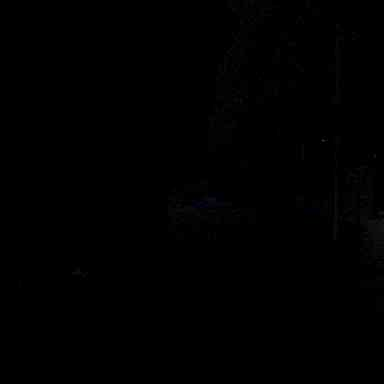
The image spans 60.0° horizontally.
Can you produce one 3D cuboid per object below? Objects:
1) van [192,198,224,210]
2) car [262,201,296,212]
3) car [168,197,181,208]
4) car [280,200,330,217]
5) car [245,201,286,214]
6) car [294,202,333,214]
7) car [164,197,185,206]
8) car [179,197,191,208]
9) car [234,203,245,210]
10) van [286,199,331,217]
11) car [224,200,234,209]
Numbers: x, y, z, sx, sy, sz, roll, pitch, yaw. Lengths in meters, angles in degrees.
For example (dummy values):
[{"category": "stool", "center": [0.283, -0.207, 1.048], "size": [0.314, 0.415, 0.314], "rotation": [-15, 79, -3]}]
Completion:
[{"category": "van", "center": [2.236, 1.670, 47.038], "size": [1.690, 1.788, 3.998], "rotation": [2, -1, -36]}, {"category": "car", "center": [12.409, 2.082, 47.529], "size": [1.887, 1.381, 4.507], "rotation": [2, -1, -36]}, {"category": "car", "center": [-4.222, 1.952, 56.004], "size": [1.802, 1.307, 4.206], "rotation": [2, -1, -36]}, {"category": "car", "center": [12.595, 1.840, 37.390], "size": [1.882, 1.535, 5.008], "rotation": [2, 0, -36]}, {"category": "car", "center": [8.685, 1.832, 38.065], "size": [1.887, 1.381, 4.507], "rotation": [2, -1, -36]}, {"category": "car", "center": [15.638, 2.062, 43.046], "size": [1.887, 1.381, 4.507], "rotation": [2, -1, -36]}, {"category": "car", "center": [-3.731, 1.957, 69.953], "size": [2.192, 1.841, 5.009], "rotation": [2, -1, -36]}, {"category": "car", "center": [-2.796, 1.773, 58.783], "size": [2.097, 1.767, 4.553], "rotation": [2, -1, -36]}, {"category": "car", "center": [9.180, 2.103, 52.013], "size": [1.887, 1.381, 4.507], "rotation": [2, -1, -36]}, {"category": "van", "center": [11.916, 1.609, 33.584], "size": [1.690, 1.788, 3.998], "rotation": [2, -1, -36]}, {"category": "car", "center": [5.853, 2.105, 56.635], "size": [1.752, 1.417, 4.829], "rotation": [2, -1, -36]}]
